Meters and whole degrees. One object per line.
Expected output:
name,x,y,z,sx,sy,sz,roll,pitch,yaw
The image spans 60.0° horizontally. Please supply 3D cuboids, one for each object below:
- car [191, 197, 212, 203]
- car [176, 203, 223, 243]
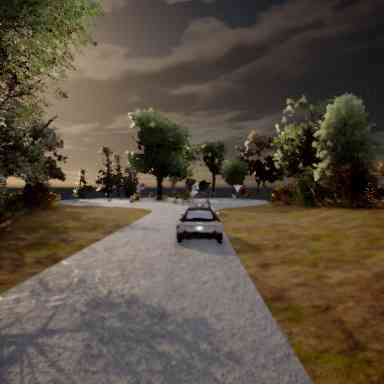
car,0.816,1.177,30.406,2.033,1.411,5.357,0,1,5
car,0.327,1.388,15.151,1.994,1.385,4.181,0,1,1
